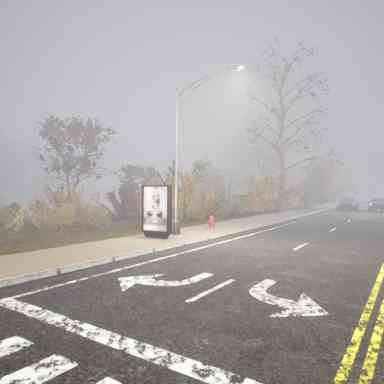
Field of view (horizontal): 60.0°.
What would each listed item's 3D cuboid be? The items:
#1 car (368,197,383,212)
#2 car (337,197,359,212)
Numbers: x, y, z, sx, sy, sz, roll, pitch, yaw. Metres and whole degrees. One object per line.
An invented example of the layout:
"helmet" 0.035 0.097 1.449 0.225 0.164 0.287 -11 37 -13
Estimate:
"car" 21.474 1.392 38.124 2.097 1.767 4.553 0 0 30
"car" 18.670 1.390 39.767 2.097 1.767 4.553 0 0 30
